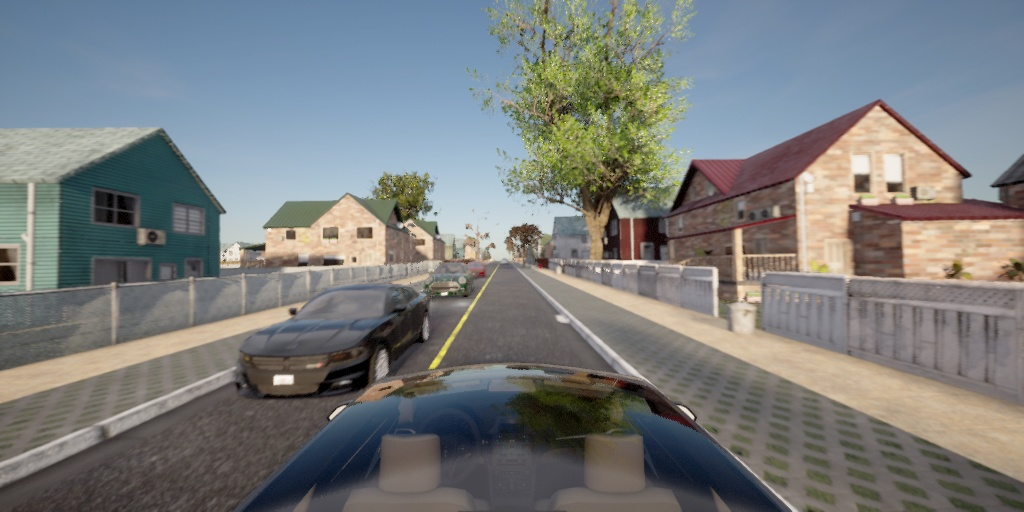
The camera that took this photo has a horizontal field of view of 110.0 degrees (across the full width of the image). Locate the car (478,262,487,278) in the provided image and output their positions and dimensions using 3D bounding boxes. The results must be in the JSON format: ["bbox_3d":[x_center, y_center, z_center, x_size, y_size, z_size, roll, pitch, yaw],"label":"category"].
[{"bbox_3d":[-3.439,1.298,34.492,1.882,1.535,5.008,-1,0,-1],"label":"car"}]

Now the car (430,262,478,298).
[{"bbox_3d":[-3.179,1.157,18.850,2.097,1.767,4.553,-1,0,-1],"label":"car"}]

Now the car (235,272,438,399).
[{"bbox_3d":[-2.927,1.276,7.001,1.882,1.535,5.008,-1,0,-1],"label":"car"}]
